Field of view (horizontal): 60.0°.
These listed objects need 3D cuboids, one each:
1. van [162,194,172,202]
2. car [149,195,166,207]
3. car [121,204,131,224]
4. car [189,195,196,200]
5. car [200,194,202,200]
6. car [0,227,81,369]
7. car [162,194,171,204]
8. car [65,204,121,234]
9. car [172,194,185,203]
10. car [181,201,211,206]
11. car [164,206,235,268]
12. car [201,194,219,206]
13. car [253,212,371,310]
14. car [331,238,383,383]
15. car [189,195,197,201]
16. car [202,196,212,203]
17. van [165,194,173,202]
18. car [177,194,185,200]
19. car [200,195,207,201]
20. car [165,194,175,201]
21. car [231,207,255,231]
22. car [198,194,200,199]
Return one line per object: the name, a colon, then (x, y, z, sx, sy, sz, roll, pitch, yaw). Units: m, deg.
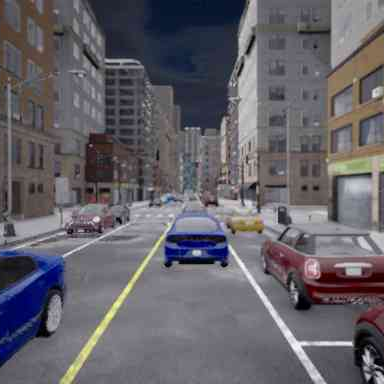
van: (-5.488, 1.352, 73.559, 1.690, 1.788, 3.998, -1, 0, 0)
car: (-5.544, 1.569, 51.215, 1.947, 1.339, 4.313, -1, 0, 0)
car: (-5.614, 1.554, 24.342, 1.947, 1.339, 4.313, -1, 0, 0)
car: (0.238, 1.481, 91.086, 1.895, 1.301, 4.718, 0, 0, 0)
car: (2.995, 1.321, 56.778, 2.192, 1.841, 5.009, -1, 0, 0)
car: (-3.093, 1.474, 3.773, 1.882, 1.535, 5.008, 0, 0, 0)
car: (-5.516, 1.533, 62.217, 1.752, 1.417, 4.829, -1, 0, 0)
car: (-5.630, 1.429, 18.845, 1.967, 1.590, 4.097, -1, 0, 0)
car: (-2.819, 1.550, 69.676, 2.033, 1.411, 5.357, 0, 0, 0)
car: (0.162, 1.589, 24.103, 1.895, 1.301, 4.718, 0, 0, 0)
car: (0.125, 1.469, 11.333, 1.882, 1.535, 5.008, 0, 0, 0)
car: (2.979, 1.318, 51.192, 2.192, 1.841, 5.009, -1, 0, 0)
car: (2.866, 1.433, 7.829, 1.967, 1.590, 4.097, -1, 0, 0)
car: (2.852, 1.438, 2.332, 1.967, 1.590, 4.097, -1, 0, 0)
car: (0.210, 1.529, 80.634, 2.128, 1.511, 4.902, 0, 0, 0)
car: (3.030, 1.535, 68.120, 1.752, 1.417, 4.829, -1, 0, 0)
van: (-5.473, 1.353, 79.145, 1.690, 1.788, 3.998, -1, 0, 0)
car: (-2.778, 1.295, 85.277, 1.837, 1.490, 4.892, 0, 0, 0)
car: (3.094, 1.577, 90.293, 1.947, 1.339, 4.313, -1, 0, 0)
car: (-5.459, 1.327, 84.730, 2.192, 1.841, 5.009, -1, 0, 0)
car: (2.896, 1.514, 18.994, 1.752, 1.417, 4.829, -1, 0, 0)
car: (3.043, 1.326, 73.536, 2.192, 1.841, 5.009, -1, 0, 0)
